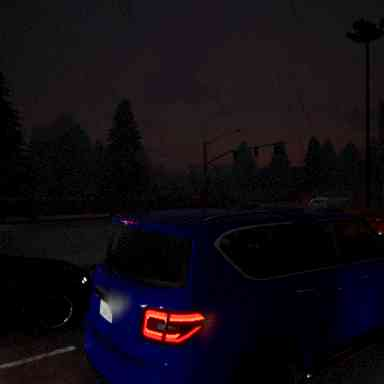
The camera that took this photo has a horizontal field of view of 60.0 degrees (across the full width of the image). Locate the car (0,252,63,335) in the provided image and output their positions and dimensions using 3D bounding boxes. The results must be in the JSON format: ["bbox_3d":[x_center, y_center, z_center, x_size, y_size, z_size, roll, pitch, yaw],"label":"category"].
[{"bbox_3d":[-3.750,1.564,5.362,4.181,1.385,1.994,0,0,-36],"label":"car"}]

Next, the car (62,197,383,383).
[{"bbox_3d":[1.375,1.204,4.712,5.566,2.045,2.150,-1,0,-35],"label":"car"}]

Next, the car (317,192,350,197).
[{"bbox_3d":[15.095,0.982,36.045,5.566,2.045,2.150,-1,0,-36],"label":"car"}]

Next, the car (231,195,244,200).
[{"bbox_3d":[6.396,1.241,50.612,2.128,1.511,4.902,-1,0,-35],"label":"car"}]

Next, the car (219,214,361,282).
[{"bbox_3d":[3.092,1.512,10.228,4.181,1.385,1.994,-1,0,-34],"label":"car"}]

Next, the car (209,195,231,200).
[{"bbox_3d":[3.150,1.377,49.132,1.895,1.301,4.718,-1,0,-36],"label":"car"}]
